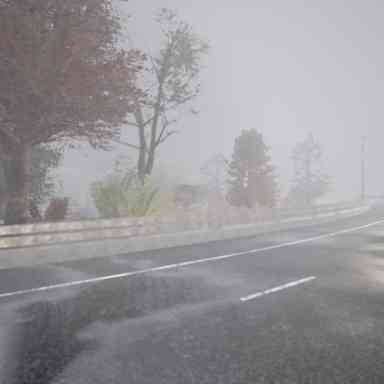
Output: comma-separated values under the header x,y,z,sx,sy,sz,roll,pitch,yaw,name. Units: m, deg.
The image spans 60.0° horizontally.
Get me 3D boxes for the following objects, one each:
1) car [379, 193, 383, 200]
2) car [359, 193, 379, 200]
x,y,z,sx,sy,sz,roll,pitch,yaw,name
42.141,0.942,72.968,2.128,1.511,4.902,0,0,7,car
38.696,0.920,73.585,1.882,1.535,5.008,0,0,7,car
